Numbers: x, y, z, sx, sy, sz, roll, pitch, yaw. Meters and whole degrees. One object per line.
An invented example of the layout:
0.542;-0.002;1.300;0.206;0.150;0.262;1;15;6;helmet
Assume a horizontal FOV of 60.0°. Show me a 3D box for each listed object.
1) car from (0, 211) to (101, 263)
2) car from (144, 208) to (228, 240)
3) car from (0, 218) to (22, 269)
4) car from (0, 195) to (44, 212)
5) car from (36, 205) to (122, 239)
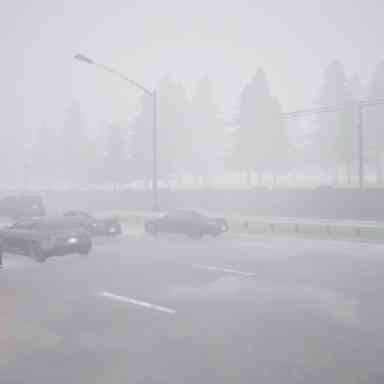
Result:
-5.589;1.595;12.231;4.181;1.385;1.994;-1;0;36;car
-0.378;1.554;17.097;4.674;1.442;1.812;0;0;36;car
-6.908;1.521;8.867;4.902;1.511;2.128;0;0;36;car
-14.156;1.299;26.945;5.566;2.045;2.150;0;0;36;car
-5.487;1.565;16.473;4.674;1.442;1.812;0;0;36;car
